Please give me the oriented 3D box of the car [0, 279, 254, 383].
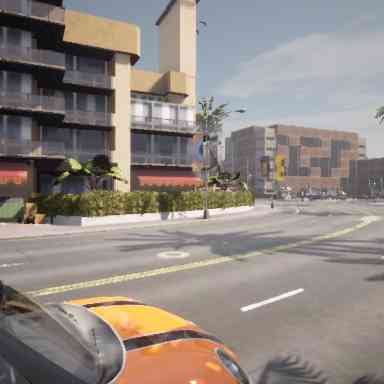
[{"bbox_3d":[-1.661,1.345,2.094,4.553,1.767,2.097,0,0,-36],"label":"car"}]
